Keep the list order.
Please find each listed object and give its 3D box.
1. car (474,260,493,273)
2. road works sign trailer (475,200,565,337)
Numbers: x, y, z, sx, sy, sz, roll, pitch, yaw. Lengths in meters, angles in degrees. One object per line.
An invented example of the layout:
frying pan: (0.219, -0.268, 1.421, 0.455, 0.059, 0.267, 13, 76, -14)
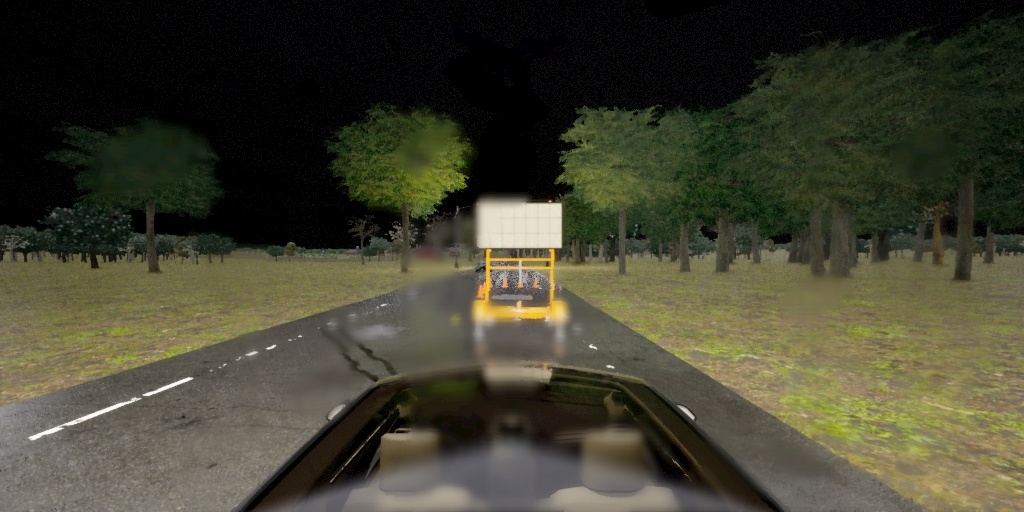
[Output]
car: (-3.414, 1.265, 43.498, 1.837, 1.490, 4.892, 0, 0, 0)
road works sign trailer: (0.240, 0.210, 10.246, 2.380, 3.560, 2.880, 0, 0, 2)
